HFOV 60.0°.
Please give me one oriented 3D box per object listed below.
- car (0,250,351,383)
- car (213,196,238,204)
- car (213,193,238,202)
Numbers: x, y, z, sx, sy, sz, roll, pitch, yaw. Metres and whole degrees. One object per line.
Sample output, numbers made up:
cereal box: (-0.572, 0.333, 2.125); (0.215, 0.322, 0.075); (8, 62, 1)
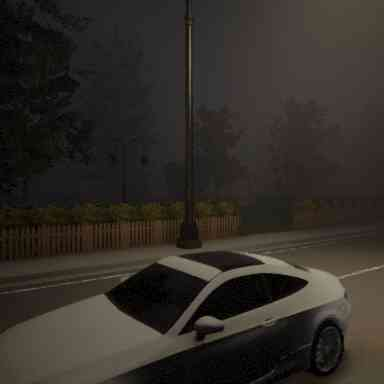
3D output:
car: (0.086, 1.525, 4.021); (4.674, 1.442, 1.812); (0, 0, -35)
car: (6.589, 1.548, 65.803); (2.033, 1.411, 5.357); (0, 0, -35)
car: (5.317, 1.224, 61.534); (2.150, 2.045, 5.566); (0, 0, -35)
